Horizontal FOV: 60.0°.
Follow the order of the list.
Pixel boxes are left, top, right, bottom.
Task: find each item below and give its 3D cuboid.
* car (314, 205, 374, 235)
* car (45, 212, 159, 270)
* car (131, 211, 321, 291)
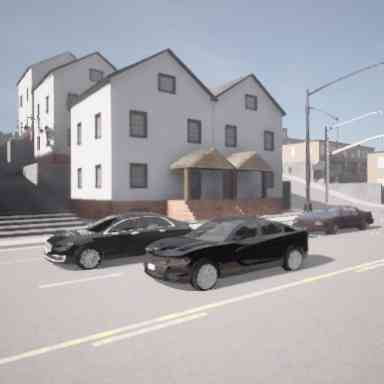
[{"bbox_3d":[7.795,1.413,18.087,5.357,1.411,2.033,-1,0,-35],"label":"car"},{"bbox_3d":[-2.211,1.471,11.001,4.892,1.490,1.837,0,0,-35],"label":"car"},{"bbox_3d":[1.109,1.429,9.071,5.008,1.535,1.882,0,0,-35],"label":"car"}]
